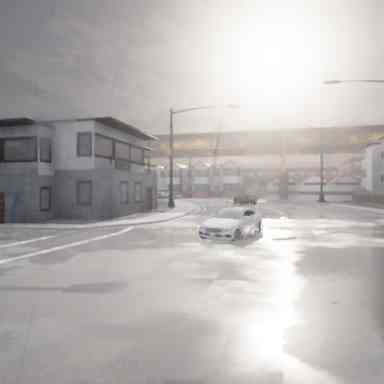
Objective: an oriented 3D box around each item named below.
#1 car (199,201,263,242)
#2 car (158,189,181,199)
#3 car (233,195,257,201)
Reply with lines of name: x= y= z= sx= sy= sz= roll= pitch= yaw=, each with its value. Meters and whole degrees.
car: x=2.154 y=1.503 z=16.869 sx=1.812 sy=1.442 sz=4.674 roll=2 pitch=4 yaw=32
car: x=-4.486 y=0.371 z=64.957 sx=2.150 sy=2.045 sz=5.566 roll=1 pitch=-1 yaw=-42
car: x=6.476 y=0.993 z=40.826 sx=1.895 sy=1.301 sz=4.718 roll=0 pitch=1 yaw=-6
